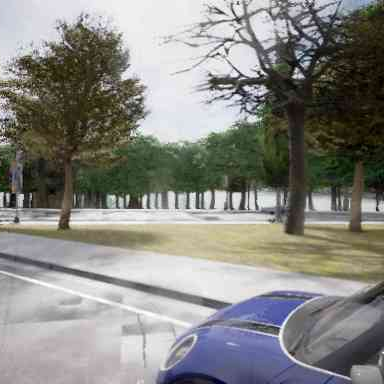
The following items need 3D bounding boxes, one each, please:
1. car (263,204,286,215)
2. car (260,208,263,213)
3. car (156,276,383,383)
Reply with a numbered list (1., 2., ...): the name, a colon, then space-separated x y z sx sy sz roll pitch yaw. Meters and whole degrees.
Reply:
1. car: 13.717 2.758 49.523 5.008 1.535 1.882 1 0 -11
2. car: 13.231 2.738 52.738 4.902 1.511 2.128 1 0 -11
3. car: 1.874 1.352 2.347 4.553 1.767 2.097 0 0 35
